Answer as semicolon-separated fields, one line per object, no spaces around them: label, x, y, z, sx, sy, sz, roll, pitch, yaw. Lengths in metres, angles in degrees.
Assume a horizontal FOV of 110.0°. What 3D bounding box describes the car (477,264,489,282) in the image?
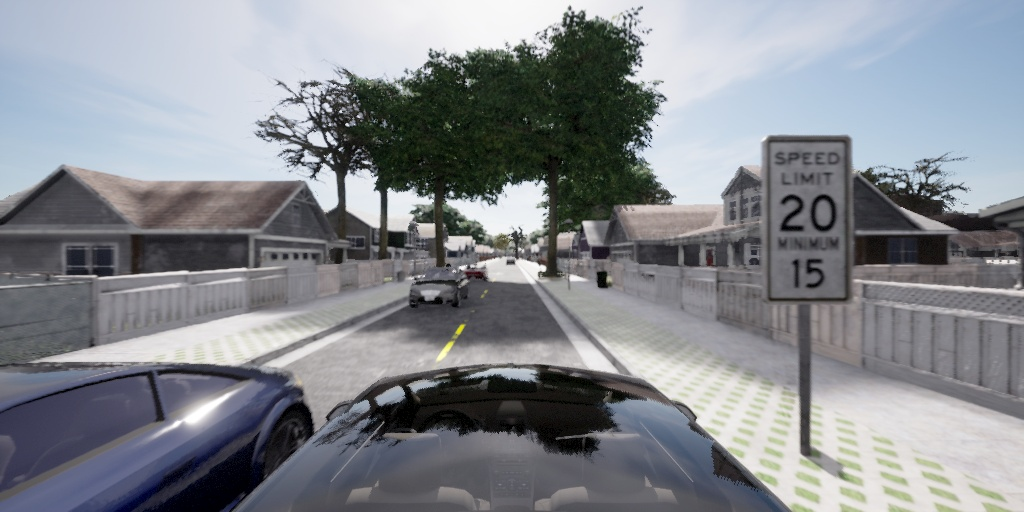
car;-2.873;1.285;28.571;1.895;1.301;4.718;0;0;0

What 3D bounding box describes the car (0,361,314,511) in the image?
car;-2.835;1.320;1.617;1.994;1.385;4.181;0;0;0

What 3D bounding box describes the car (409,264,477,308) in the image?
car;-2.883;1.211;15.021;2.128;1.511;4.902;0;0;0
